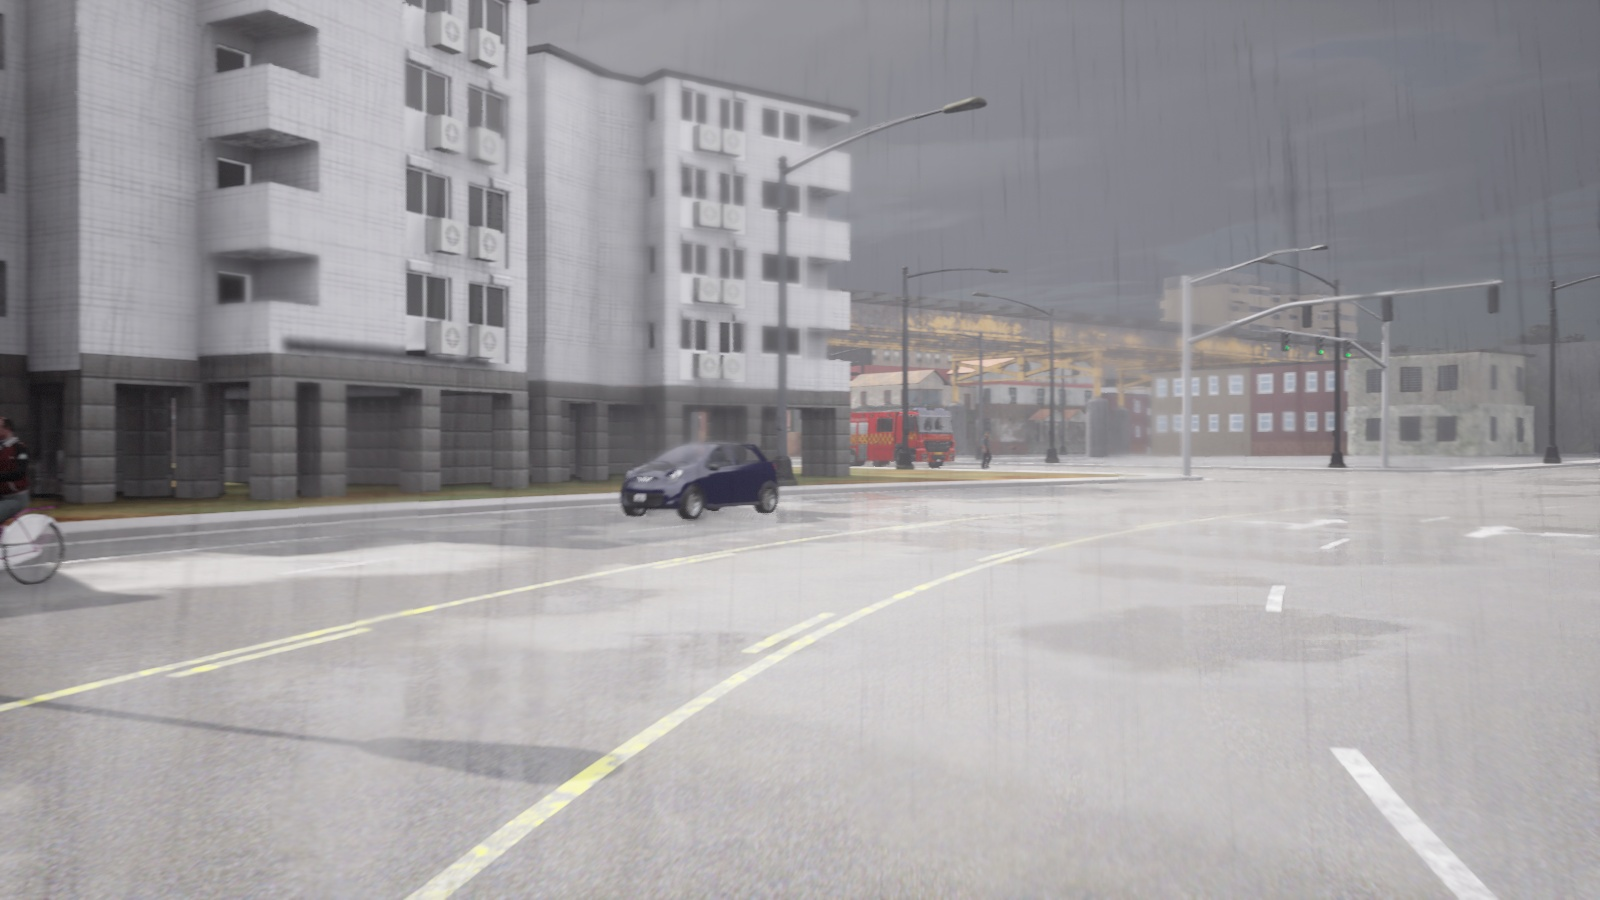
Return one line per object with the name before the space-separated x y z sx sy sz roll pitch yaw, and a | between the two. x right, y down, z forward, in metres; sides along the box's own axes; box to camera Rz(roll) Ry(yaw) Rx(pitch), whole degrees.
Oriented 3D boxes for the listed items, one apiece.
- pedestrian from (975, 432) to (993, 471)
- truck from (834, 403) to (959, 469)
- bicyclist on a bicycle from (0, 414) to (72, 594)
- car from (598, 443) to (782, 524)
pedestrian | 8.943 0.066 61.134 0.540 1.848 0.694 0 0 -41
truck | 5.730 -0.840 76.575 2.891 3.827 8.468 0 0 -35
bicyclist on a bicycle | -8.239 0.531 12.393 0.659 1.776 1.843 1 0 18
car | -2.154 0.612 25.440 1.845 1.501 3.633 0 0 34
